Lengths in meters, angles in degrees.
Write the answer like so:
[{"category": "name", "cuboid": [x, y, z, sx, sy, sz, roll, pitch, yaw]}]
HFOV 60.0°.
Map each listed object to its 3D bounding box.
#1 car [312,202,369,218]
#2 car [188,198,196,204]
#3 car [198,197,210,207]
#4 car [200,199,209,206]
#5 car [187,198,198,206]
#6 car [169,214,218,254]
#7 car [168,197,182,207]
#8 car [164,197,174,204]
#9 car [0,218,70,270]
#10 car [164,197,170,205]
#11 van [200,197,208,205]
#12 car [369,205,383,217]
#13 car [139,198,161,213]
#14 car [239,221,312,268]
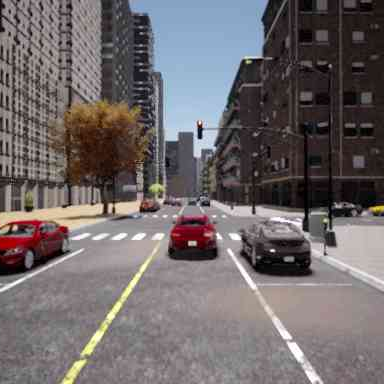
[{"category": "car", "cuboid": [13.434, 1.619, 30.810, 4.403, 1.369, 2.008, -1, 0, -1]}, {"category": "car", "cuboid": [0.022, 2.191, 83.537, 2.033, 1.411, 5.357, 0, -1, 0]}, {"category": "car", "cuboid": [2.706, 2.185, 65.883, 1.947, 1.339, 4.313, 0, -1, 0]}, {"category": "car", "cuboid": [2.707, 2.202, 71.576, 1.752, 1.417, 4.829, 0, -1, 0]}, {"category": "car", "cuboid": [0.018, 2.210, 73.114, 2.128, 1.511, 4.902, 0, -1, 0]}, {"category": "car", "cuboid": [0.099, 1.649, 13.911, 1.812, 1.442, 4.674, 0, 0, 2]}, {"category": "car", "cuboid": [-3.004, 2.177, 65.521, 1.994, 1.385, 4.181, 0, -1, 1]}, {"category": "car", "cuboid": [-5.671, 2.105, 82.455, 2.192, 1.841, 5.009, 0, -1, 0]}, {"category": "car", "cuboid": [-5.688, 1.646, 11.408, 1.887, 1.381, 4.507, 0, -1, 0]}, {"category": "car", "cuboid": [-5.672, 2.298, 76.931, 1.947, 1.339, 4.313, 0, -1, 0]}, {"category": "van", "cuboid": [2.708, 2.073, 76.931, 1.690, 1.788, 3.998, 0, -1, 0]}, {"category": "car", "cuboid": [18.830, 1.519, 30.864, 4.829, 1.417, 1.752, -1, 0, -1]}, {"category": "car", "cuboid": [-5.681, 1.719, 43.797, 2.192, 1.841, 5.009, 0, -1, 0]}, {"category": "car", "cuboid": [2.692, 1.652, 11.406, 2.008, 1.369, 4.403, 0, -1, 0]}]
